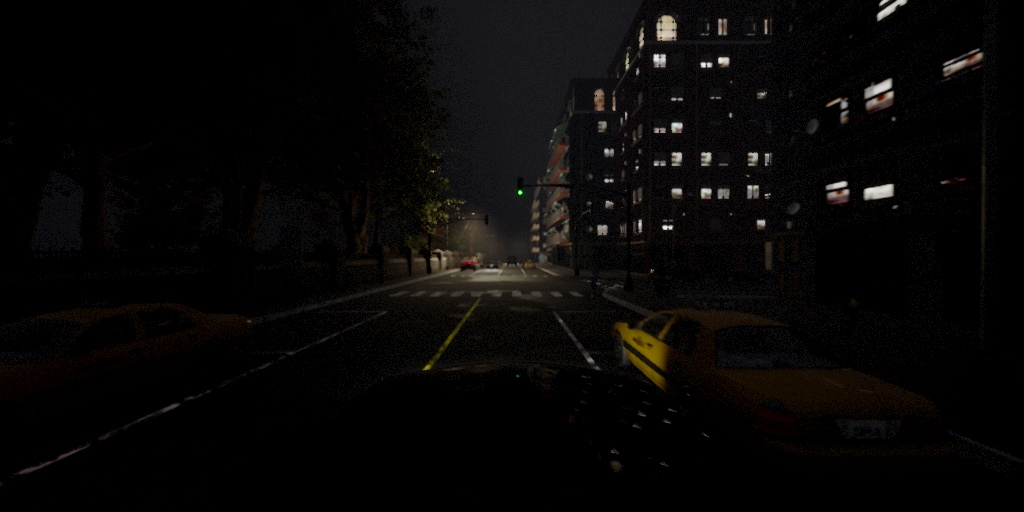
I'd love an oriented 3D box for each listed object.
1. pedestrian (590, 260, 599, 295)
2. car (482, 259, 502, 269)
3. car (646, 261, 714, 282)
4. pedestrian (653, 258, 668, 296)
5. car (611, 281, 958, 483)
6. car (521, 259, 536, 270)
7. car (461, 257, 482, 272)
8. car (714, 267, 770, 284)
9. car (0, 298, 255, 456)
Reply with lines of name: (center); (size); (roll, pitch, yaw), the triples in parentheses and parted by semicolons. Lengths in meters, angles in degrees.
pedestrian: (4.230, 1.055, 18.233); (0.375, 1.860, 0.375); (0, 0, 0)
car: (-3.051, 1.291, 56.439); (2.128, 1.511, 4.902); (0, 0, 0)
car: (14.597, 1.358, 31.827); (5.009, 1.841, 2.192); (0, 0, 0)
pedestrian: (7.019, 0.959, 17.033); (0.375, 1.860, 0.375); (0, 0, 0)
car: (2.691, 1.277, 5.017); (1.751, 1.417, 4.829); (0, 0, 0)
car: (2.689, 1.321, 54.118); (1.751, 1.417, 4.829); (0, 0, 0)
car: (-5.692, 1.104, 48.412); (2.192, 1.841, 5.009); (0, 0, 0)
car: (20.292, 1.691, 31.846); (4.507, 1.381, 1.888); (0, 0, 0)
car: (-5.690, 1.278, 4.676); (1.751, 1.417, 4.829); (0, 0, 0)
